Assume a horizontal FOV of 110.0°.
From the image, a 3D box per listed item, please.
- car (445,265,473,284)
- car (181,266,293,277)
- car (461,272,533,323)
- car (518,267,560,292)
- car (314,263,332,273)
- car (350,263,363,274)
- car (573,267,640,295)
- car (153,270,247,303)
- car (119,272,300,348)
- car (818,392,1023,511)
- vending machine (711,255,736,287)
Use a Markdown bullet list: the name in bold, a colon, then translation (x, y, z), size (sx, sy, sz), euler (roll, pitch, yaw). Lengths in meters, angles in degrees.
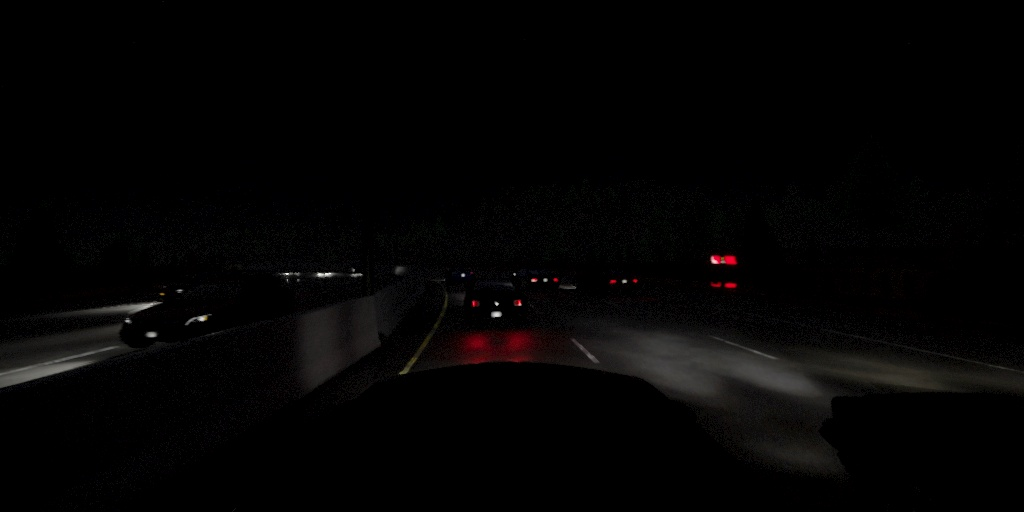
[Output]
- **car**: translation (-4.349, 1.467, 29.560), size (1.994, 1.385, 4.181), euler (0, 0, -17)
- **car**: translation (-12.022, 1.370, 15.864), size (2.128, 1.511, 4.902), euler (0, 0, -10)
- **car**: translation (-0.695, 1.397, 12.490), size (1.895, 1.301, 4.718), euler (0, 0, -7)
- **car**: translation (1.298, 1.375, 21.932), size (2.033, 1.411, 5.357), euler (0, 0, -12)
- **car**: translation (-28.572, 1.768, 54.125), size (2.128, 1.511, 4.902), euler (0, 0, -36)
- **car**: translation (-21.169, 1.717, 49.540), size (2.033, 1.411, 5.357), euler (0, 0, -32)
- **car**: translation (5.167, 1.344, 20.415), size (2.033, 1.411, 5.357), euler (0, 0, -11)
- **car**: translation (-16.201, 1.489, 18.954), size (1.994, 1.385, 4.181), euler (0, 0, -13)
- **car**: translation (-7.645, 1.346, 9.671), size (1.812, 1.442, 4.674), euler (0, 0, -6)
- **car**: translation (3.486, 1.332, 0.815), size (1.895, 1.301, 4.718), euler (0, 0, 0)
- **vending machine**: translation (12.924, 0.952, 21.964), size (1.100, 2.100, 0.880), euler (0, 0, -11)
